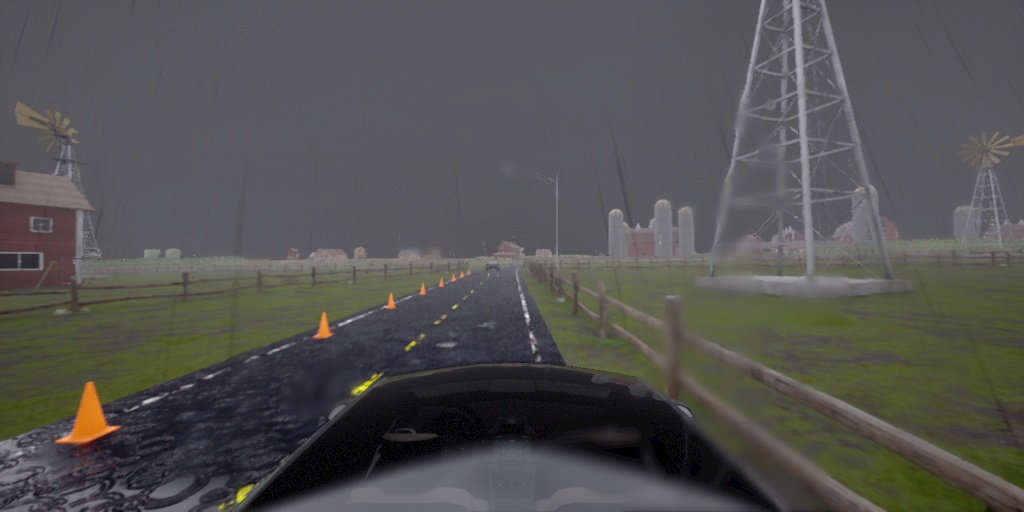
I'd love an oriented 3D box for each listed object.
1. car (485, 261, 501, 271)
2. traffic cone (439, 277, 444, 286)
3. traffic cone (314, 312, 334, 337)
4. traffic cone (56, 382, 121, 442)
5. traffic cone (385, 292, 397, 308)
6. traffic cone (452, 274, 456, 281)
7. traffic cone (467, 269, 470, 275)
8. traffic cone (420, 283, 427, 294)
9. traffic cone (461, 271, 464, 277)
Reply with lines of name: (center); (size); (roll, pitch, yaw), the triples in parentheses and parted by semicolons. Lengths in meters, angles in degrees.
car: (-2.613, 1.325, 48.611); (2.033, 1.411, 5.357); (0, 0, -5)
traffic cone: (-4.717, 1.718, 24.013); (0.340, 0.580, 0.340); (0, 0, 0)
traffic cone: (-4.722, 1.709, 9.012); (0.340, 0.580, 0.340); (0, 0, 0)
traffic cone: (-4.724, 1.706, 4.011); (0.340, 0.580, 0.340); (0, 0, 0)
traffic cone: (-4.720, 1.711, 14.011); (0.340, 0.580, 0.340); (0, 0, 0)
traffic cone: (-4.715, 1.722, 29.013); (0.340, 0.580, 0.340); (0, 0, 0)
traffic cone: (-4.709, 1.728, 39.022); (0.340, 0.580, 0.340); (0, 0, 0)
traffic cone: (-4.718, 1.715, 19.012); (0.340, 0.580, 0.340); (0, 0, 0)
traffic cone: (-4.714, 1.725, 34.013); (0.340, 0.580, 0.340); (0, 0, 0)
